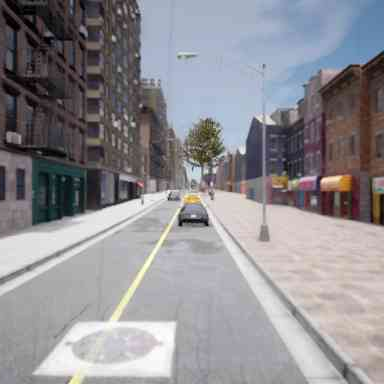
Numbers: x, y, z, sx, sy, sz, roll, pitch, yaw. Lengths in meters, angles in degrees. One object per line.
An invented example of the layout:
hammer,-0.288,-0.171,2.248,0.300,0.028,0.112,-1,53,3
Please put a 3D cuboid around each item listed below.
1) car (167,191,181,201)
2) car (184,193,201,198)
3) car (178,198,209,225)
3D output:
car,-2.773,0.597,50.879,1.812,1.442,4.674,0,1,1
car,0.099,0.868,39.898,1.882,1.535,5.008,0,2,0
car,0.093,1.387,22.243,1.994,1.385,4.181,0,1,0
